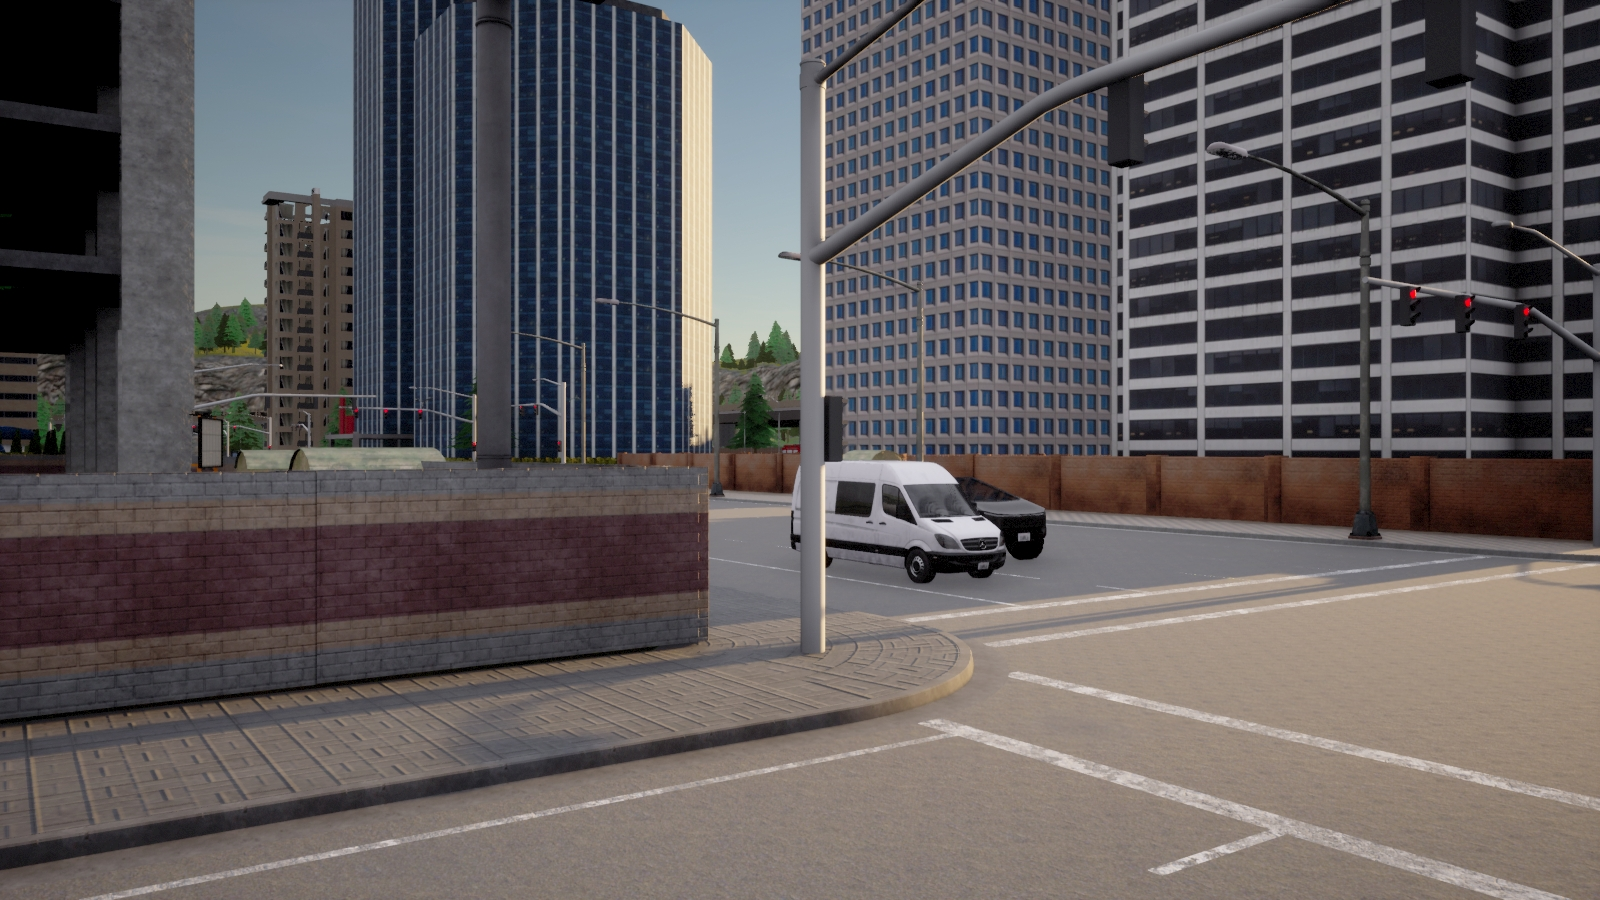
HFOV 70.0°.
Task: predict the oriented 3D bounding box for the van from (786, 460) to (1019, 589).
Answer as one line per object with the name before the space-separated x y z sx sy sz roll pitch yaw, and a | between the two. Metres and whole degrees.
van | 2.163 1.534 26.215 1.988 2.561 5.915 0 0 -35

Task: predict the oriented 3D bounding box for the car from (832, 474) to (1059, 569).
car | 3.655 1.753 30.192 2.390 2.098 6.274 0 0 -35
